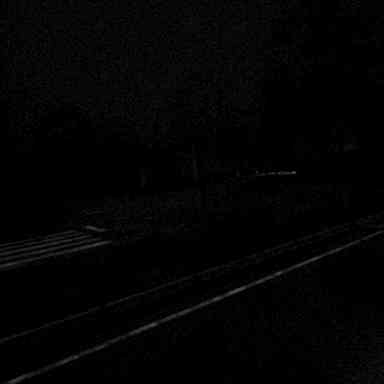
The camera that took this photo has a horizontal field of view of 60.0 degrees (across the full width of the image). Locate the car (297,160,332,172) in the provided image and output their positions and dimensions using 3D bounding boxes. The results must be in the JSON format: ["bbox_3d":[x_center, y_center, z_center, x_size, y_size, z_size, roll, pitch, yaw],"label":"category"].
[{"bbox_3d":[15.461,-3.326,42.173,4.181,1.385,1.994,-5,6,13],"label":"car"}]
